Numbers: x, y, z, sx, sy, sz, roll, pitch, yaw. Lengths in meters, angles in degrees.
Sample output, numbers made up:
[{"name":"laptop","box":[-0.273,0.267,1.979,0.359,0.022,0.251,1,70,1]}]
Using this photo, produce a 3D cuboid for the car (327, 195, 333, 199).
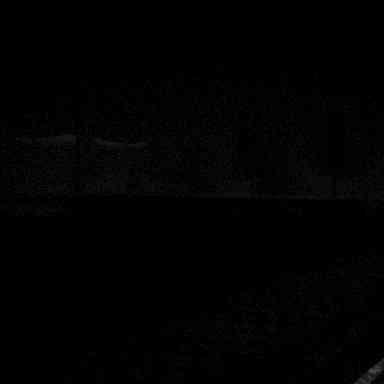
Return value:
[{"name":"car","box":[33.498,1.439,78.984,1.812,1.442,4.674,0,0,6]}]

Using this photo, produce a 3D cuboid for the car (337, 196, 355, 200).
[{"name":"car","box":[32.469,1.528,69.093,1.994,1.385,4.181,0,0,6]}]
